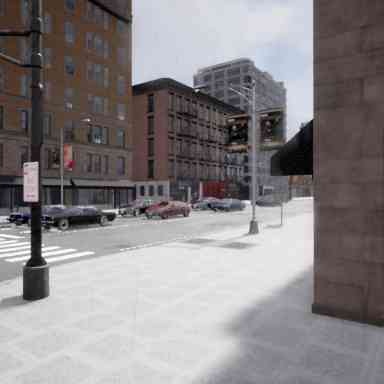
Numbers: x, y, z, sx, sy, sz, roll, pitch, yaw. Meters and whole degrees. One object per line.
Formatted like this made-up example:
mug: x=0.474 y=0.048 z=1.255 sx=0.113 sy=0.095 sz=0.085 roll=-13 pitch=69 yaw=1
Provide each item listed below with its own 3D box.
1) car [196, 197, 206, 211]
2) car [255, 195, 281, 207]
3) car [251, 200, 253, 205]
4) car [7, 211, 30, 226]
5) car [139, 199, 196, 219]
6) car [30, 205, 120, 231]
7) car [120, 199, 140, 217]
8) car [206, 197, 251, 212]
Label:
car: x=1.693 y=1.361 z=38.693 sx=2.128 sy=1.511 sz=4.902 roll=0 pitch=0 yaw=35
car: x=10.749 y=1.168 z=45.832 sx=2.097 sy=1.767 sz=4.553 roll=0 pitch=0 yaw=36
car: x=10.929 y=1.369 z=51.650 sx=2.033 sy=1.411 sz=5.357 roll=0 pitch=0 yaw=35
car: x=-9.737 y=1.553 z=22.472 sx=1.895 sy=1.301 sz=4.718 roll=0 pitch=0 yaw=35
car: x=-1.917 y=1.434 z=27.931 sx=1.812 sy=1.442 sz=4.674 roll=0 pitch=0 yaw=35
car: x=-7.081 y=1.547 z=20.599 sx=1.895 sy=1.301 sz=4.718 roll=0 pitch=0 yaw=35
car: x=-4.458 y=1.405 z=29.967 sx=2.128 sy=1.511 sz=4.902 roll=0 pitch=0 yaw=35
car: x=4.082 y=1.411 z=36.450 sx=2.033 sy=1.411 sz=5.357 roll=0 pitch=0 yaw=35
